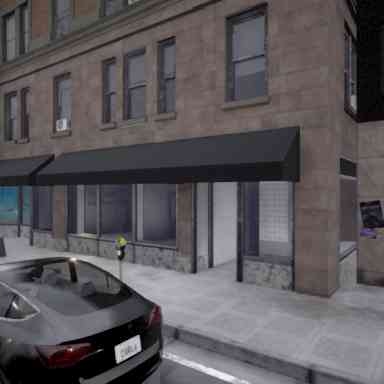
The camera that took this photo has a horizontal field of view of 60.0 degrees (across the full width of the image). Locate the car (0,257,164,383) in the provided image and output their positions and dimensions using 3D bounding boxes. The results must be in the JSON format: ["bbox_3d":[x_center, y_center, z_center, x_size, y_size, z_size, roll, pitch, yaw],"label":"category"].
[{"bbox_3d":[-2.314,1.566,4.451,4.313,1.339,1.947,0,0,35],"label":"car"}]
